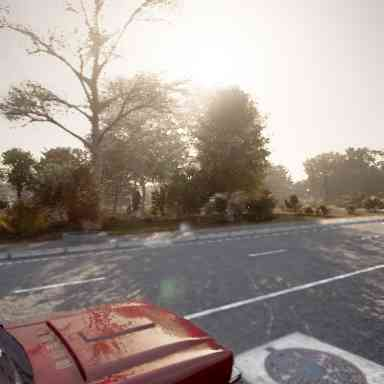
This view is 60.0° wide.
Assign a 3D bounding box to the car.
[{"bbox_3d":[-1.878,1.602,2.421,4.718,1.301,1.895,0,0,-35],"label":"car"}]
